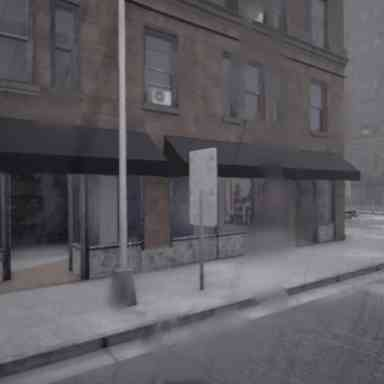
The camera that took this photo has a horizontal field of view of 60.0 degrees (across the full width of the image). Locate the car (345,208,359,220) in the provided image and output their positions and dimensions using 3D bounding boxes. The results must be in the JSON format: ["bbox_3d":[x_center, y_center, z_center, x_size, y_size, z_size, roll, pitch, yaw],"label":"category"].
[{"bbox_3d":[9.957,1.440,25.156,1.895,1.301,4.718,-1,1,-38],"label":"car"}]
